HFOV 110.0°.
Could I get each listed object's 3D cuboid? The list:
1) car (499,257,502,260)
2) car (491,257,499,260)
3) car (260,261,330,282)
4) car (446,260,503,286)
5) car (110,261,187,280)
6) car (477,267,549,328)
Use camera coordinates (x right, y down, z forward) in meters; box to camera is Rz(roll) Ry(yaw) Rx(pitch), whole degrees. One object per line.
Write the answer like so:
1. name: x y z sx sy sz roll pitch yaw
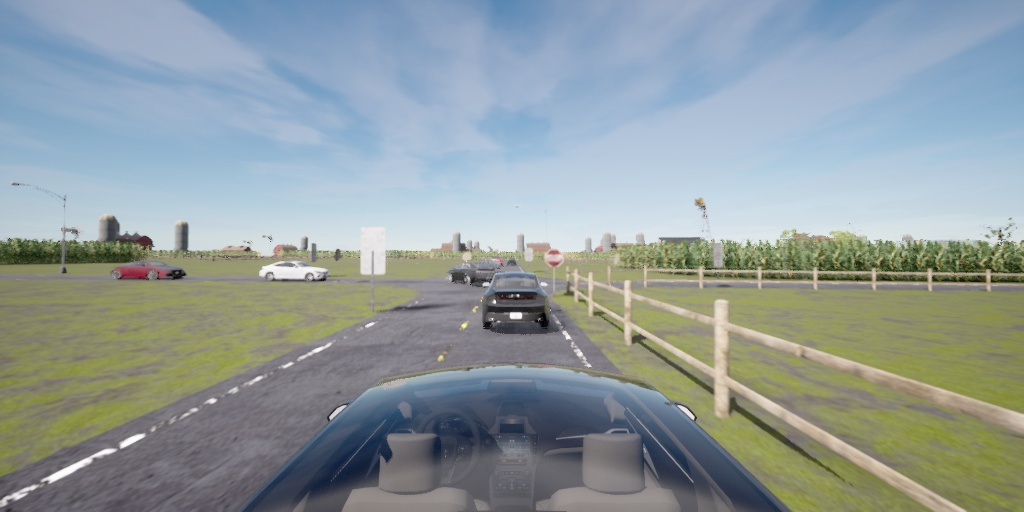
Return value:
1. car: -2.831 1.264 54.495 1.812 1.442 4.674 0 0 0
2. car: -2.851 1.251 43.420 1.837 1.490 4.892 0 0 0
3. car: -15.710 1.099 26.043 4.674 1.442 1.812 1 -1 2
4. car: -2.901 1.194 24.734 2.128 1.511 4.902 2 -1 -34
5. car: -26.378 1.025 26.115 4.181 1.385 1.994 1 -1 0
6. car: 0.100 1.258 11.428 1.837 1.490 4.892 0 0 0
